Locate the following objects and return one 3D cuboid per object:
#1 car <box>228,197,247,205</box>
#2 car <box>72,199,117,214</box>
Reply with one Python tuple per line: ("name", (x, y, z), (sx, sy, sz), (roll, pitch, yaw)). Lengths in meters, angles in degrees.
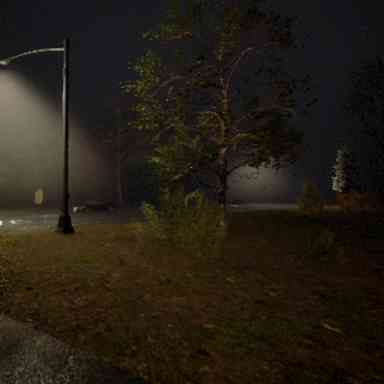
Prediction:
("car", (8.234, 1.684, 59.959), (1.812, 1.442, 4.674), (0, 1, 36))
("car", (-10.089, 1.487, 34.711), (2.128, 1.511, 4.902), (0, 1, 36))
